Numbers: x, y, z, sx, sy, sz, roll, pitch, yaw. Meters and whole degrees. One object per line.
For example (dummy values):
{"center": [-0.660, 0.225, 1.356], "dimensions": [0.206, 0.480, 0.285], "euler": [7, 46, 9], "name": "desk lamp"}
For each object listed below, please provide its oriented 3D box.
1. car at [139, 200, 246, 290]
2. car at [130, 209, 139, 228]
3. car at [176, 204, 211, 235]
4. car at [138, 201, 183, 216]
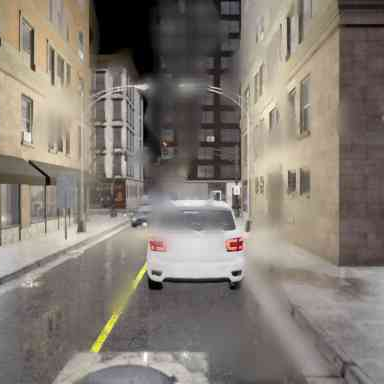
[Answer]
{"center": [0.090, 1.221, 9.215], "dimensions": [2.150, 2.045, 5.566], "euler": [0, 0, 0], "name": "car"}
{"center": [-2.781, 1.546, 22.351], "dimensions": [2.033, 1.411, 5.357], "euler": [0, 0, 0], "name": "car"}
{"center": [0.060, 1.524, 19.538], "dimensions": [1.812, 1.442, 4.674], "euler": [0, 0, 0], "name": "car"}
{"center": [-2.927, 1.560, 31.612], "dimensions": [4.181, 1.385, 1.994], "euler": [0, 0, 0], "name": "car"}
